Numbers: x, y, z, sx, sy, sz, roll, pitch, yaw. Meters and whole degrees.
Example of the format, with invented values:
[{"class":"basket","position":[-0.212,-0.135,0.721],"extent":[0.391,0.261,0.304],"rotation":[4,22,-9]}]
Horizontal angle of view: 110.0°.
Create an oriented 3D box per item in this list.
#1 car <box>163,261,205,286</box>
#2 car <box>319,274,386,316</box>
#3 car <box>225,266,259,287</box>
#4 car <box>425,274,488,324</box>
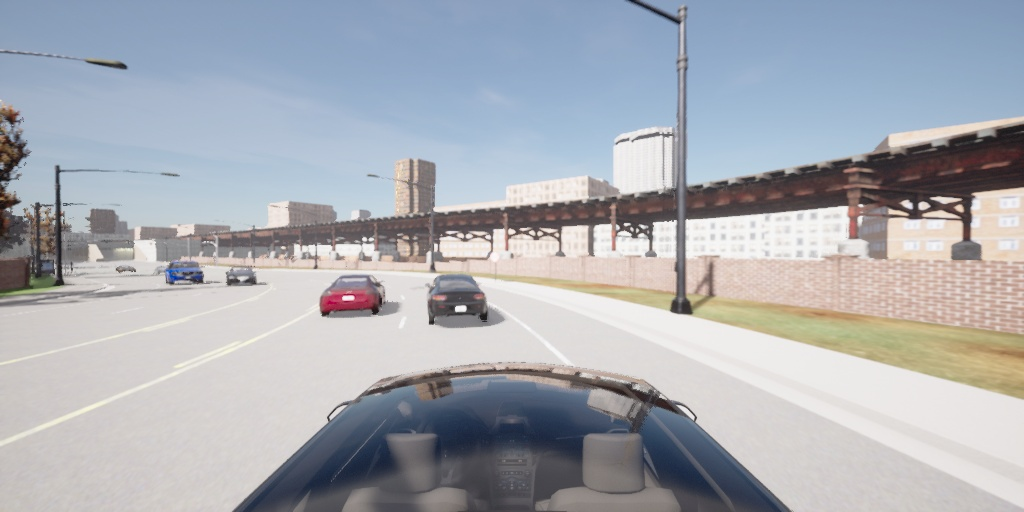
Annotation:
[{"class":"car","position":[-28.606,1.445,31.336],"extent":[5.566,2.045,2.150],"rotation":[-1,0,43]},{"class":"car","position":[-6.105,1.409,14.087],"extent":[1.994,1.385,4.181],"rotation":[0,0,-16]},{"class":"car","position":[-21.610,1.586,28.682],"extent":[2.128,1.511,4.902],"rotation":[-1,0,-39]},{"class":"car","position":[-1.983,1.335,12.343],"extent":[1.812,1.442,4.674],"rotation":[0,0,-14]}]
